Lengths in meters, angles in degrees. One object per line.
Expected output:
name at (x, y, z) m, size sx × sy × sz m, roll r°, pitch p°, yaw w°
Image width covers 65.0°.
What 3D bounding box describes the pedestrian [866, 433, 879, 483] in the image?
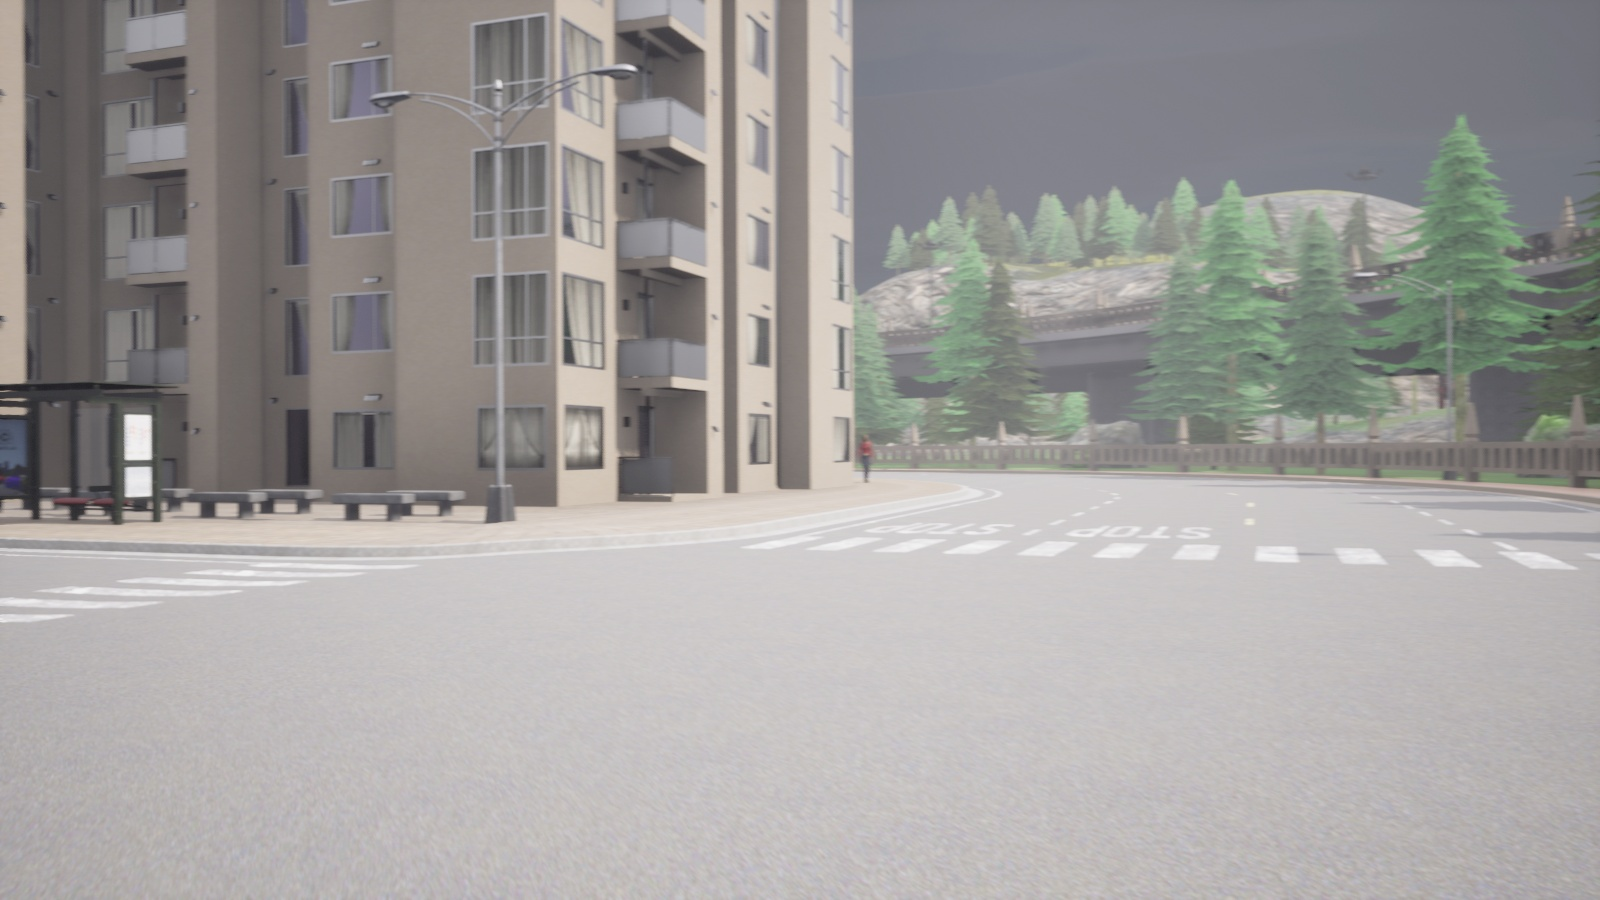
pedestrian at (2.665, 0.288, 46.134) m, size 0.331 × 1.846 × 0.636 m, roll 0°, pitch 0°, yaw -7°
